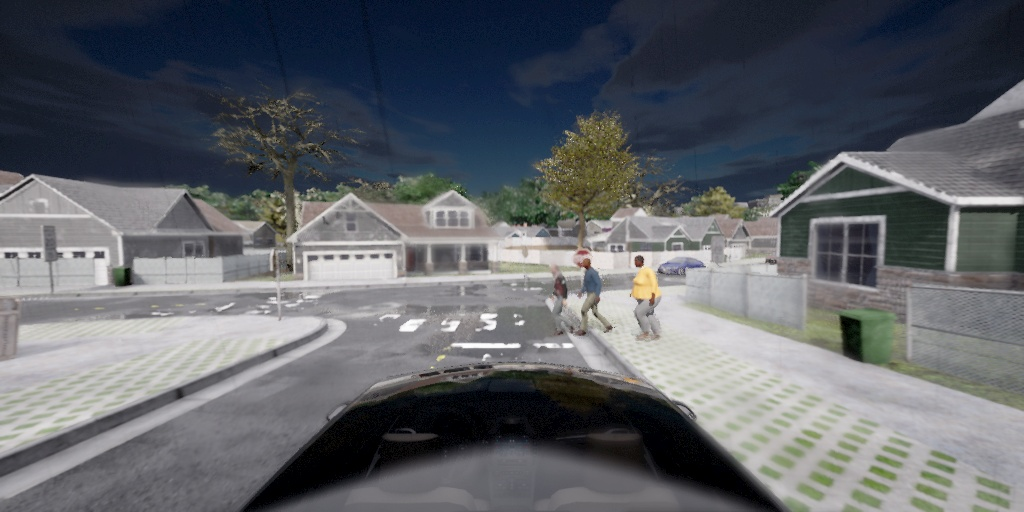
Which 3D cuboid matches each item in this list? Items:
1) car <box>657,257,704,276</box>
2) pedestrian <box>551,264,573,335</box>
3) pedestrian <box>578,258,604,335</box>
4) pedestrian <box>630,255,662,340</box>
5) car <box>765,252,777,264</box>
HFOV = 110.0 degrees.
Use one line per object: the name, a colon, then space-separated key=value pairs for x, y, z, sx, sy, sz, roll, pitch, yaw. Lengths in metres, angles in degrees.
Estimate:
car: x=14.099 y=0.803 z=29.753 sx=4.674 sy=1.442 sz=1.812 roll=-1 pitch=4 yaw=-33
pedestrian: x=1.157 y=1.001 z=8.738 sx=0.375 sy=1.860 sz=0.375 roll=-3 pitch=4 yaw=0
pedestrian: x=1.775 y=0.872 z=8.193 sx=0.375 sy=1.860 sz=0.375 roll=-3 pitch=4 yaw=0
pedestrian: x=2.797 y=0.856 z=7.527 sx=0.375 sy=1.860 sz=0.375 roll=-3 pitch=4 yaw=0
car: x=31.931 y=0.226 z=42.719 sx=5.008 sy=1.535 sz=1.882 roll=-2 pitch=4 yaw=-38
